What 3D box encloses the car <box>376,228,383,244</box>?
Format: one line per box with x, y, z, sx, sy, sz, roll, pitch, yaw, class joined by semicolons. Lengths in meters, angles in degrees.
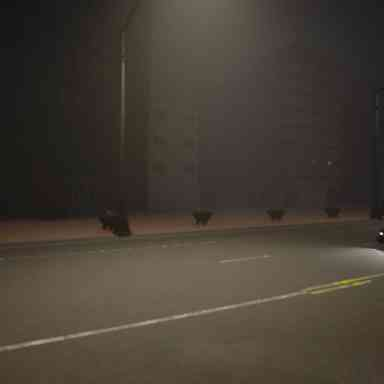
9.945;1.535;13.615;5.357;1.411;2.033;0;0;-29;car
